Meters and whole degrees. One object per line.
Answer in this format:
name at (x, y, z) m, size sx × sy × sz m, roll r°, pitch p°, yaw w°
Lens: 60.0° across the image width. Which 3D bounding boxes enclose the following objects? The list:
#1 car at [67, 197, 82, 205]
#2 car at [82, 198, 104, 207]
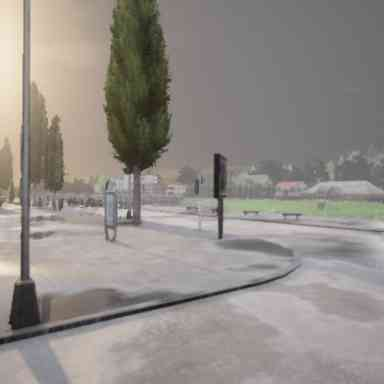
car at (-21.400, 1.595, 61.041) m, size 2.128 × 1.511 × 4.902 m, roll 0°, pitch 0°, yaw -36°
car at (-15.418, 1.629, 52.667) m, size 1.812 × 1.442 × 4.674 m, roll 0°, pitch 0°, yaw -35°
